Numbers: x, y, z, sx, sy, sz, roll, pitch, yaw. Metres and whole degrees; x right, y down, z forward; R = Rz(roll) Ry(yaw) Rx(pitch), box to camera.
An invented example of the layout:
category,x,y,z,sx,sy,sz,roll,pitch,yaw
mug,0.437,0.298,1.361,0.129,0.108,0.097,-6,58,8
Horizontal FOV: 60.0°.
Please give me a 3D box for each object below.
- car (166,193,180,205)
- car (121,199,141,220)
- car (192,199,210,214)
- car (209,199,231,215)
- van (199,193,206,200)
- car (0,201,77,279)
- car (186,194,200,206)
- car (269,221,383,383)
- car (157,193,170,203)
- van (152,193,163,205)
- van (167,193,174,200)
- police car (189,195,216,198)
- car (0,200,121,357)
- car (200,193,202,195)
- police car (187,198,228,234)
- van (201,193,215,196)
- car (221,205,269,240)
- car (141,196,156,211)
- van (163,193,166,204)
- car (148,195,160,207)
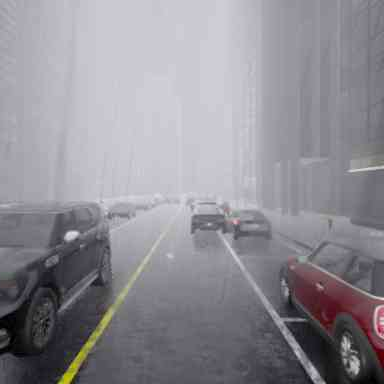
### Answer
category,x,y,z,sx,sy,sz,roll,pitch,yaw
car,-3.044,1.413,56.376,1.837,1.490,4.892,0,0,0
car,-5.778,1.519,27.914,1.947,1.339,4.313,0,0,0
car,0.885,1.467,35.025,1.812,1.442,4.674,0,0,0
car,2.745,1.489,33.563,1.887,1.381,4.507,0,0,0
van,2.722,1.198,84.329,1.690,1.788,3.998,0,0,0
car,-5.772,1.296,10.991,2.192,1.841,5.009,0,0,0
car,-0.023,1.417,52.152,1.837,1.490,4.892,0,0,0
car,2.756,1.431,5.359,1.967,1.590,4.097,0,0,0
car,-5.796,1.201,67.399,2.192,1.841,5.009,0,0,0
van,-5.789,1.256,50.476,1.690,1.788,3.998,0,0,0
van,-5.805,1.187,89.963,1.690,1.788,3.998,0,0,0
police car,0.887,1.376,29.135,1.930,1.638,5.238,0,0,0
car,-3.103,1.211,6.358,2.150,2.045,5.566,0,0,0
car,2.730,1.468,67.407,1.802,1.307,4.206,0,0,0
police car,0.835,1.393,19.125,1.930,1.638,5.238,0,0,-1
van,2.737,1.256,50.485,1.690,1.788,3.998,0,0,0
car,2.752,1.538,16.641,1.947,1.339,4.313,0,0,0
car,-5.783,1.485,39.195,2.008,1.369,4.403,0,0,0
van,-5.791,1.246,56.117,1.690,1.788,3.998,0,0,0
car,-5.785,1.450,44.666,1.752,1.417,4.829,0,0,0
